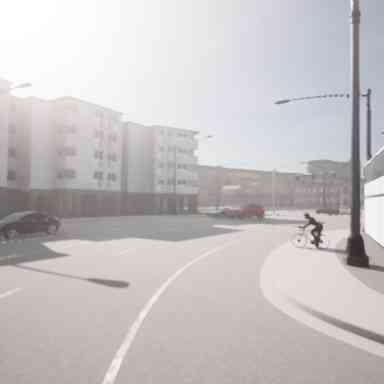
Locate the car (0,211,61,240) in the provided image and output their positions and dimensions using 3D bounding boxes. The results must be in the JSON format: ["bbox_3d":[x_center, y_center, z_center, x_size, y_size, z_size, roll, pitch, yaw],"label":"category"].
[{"bbox_3d":[-10.173,1.932,20.046,1.837,1.490,4.892,-1,-2,22],"label":"car"}]

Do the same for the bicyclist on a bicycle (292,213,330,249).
[{"bbox_3d":[5.410,1.794,15.196,1.656,1.620,0.582,0,-2,23],"label":"bicyclist on a bicycle"}]

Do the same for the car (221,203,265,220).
[{"bbox_3d":[6.870,2.474,42.316,5.566,2.045,2.150,2,-2,-36],"label":"car"}]

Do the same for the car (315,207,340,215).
[{"bbox_3d":[26.017,3.609,63.861,1.812,1.442,4.674,2,-2,-33],"label":"car"}]

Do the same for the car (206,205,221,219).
[{"bbox_3d":[4.440,2.836,44.830,5.357,1.411,2.033,2,-2,-37],"label":"car"}]
